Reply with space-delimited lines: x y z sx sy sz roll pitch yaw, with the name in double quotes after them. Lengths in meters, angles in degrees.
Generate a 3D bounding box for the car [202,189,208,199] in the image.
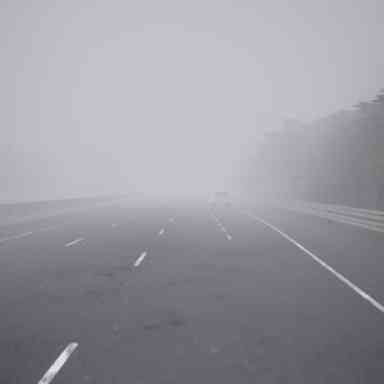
3.887 0.582 74.677 2.097 1.767 4.553 0 1 0 "car"

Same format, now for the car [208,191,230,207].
3.720 0.846 44.013 2.150 2.045 5.566 0 1 0 "car"
